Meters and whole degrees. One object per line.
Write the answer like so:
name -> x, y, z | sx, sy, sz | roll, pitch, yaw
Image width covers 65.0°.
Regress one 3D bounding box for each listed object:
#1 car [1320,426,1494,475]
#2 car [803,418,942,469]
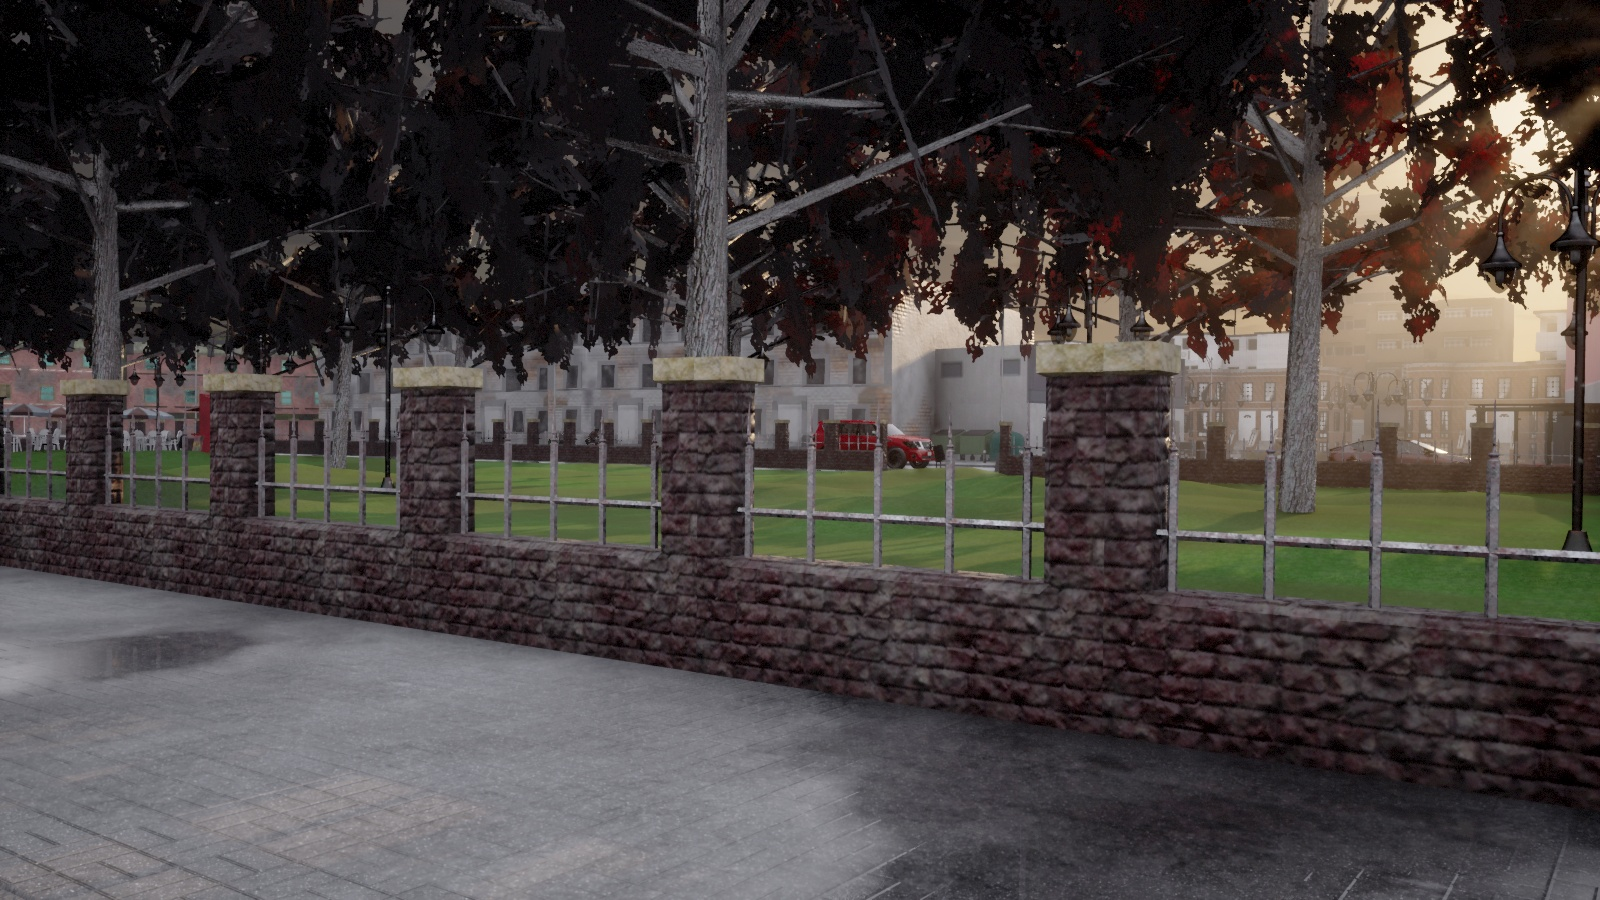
car -> 19.728, -0.006, 40.903 | 4.792, 1.488, 2.163 | 0, 1, 36
car -> 3.007, -0.298, 52.797 | 5.566, 2.045, 2.150 | 0, 1, 36
